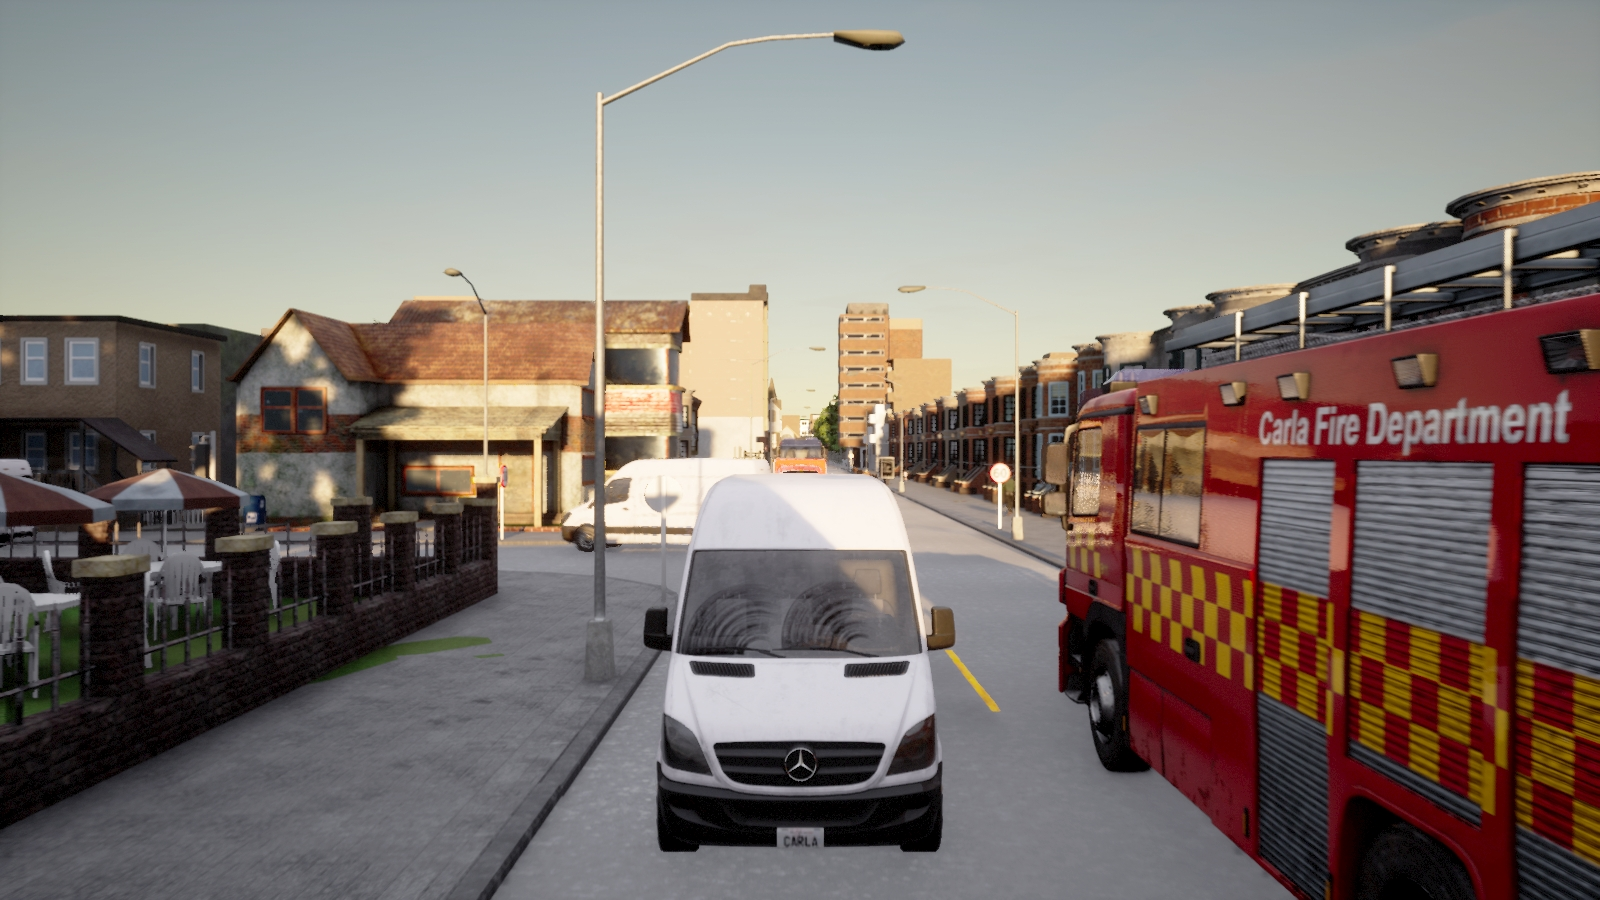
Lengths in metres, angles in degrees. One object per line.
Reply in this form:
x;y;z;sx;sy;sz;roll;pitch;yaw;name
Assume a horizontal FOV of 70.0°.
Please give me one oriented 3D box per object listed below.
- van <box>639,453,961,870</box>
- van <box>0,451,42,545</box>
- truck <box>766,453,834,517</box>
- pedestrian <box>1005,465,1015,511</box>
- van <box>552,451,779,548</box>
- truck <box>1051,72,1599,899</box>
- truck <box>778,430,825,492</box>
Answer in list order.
0.003;1.314;10.014;1.988;2.561;5.915;0;0;0;van
-24.740;1.314;31.848;5.915;2.561;1.988;0;0;0;van
0.013;1.350;46.474;2.627;2.467;5.204;0;0;0;truck
8.570;1.526;46.609;0.375;1.860;0.375;0;0;18;pedestrian
-3.708;1.314;31.661;5.915;2.561;1.988;0;-1;14;van
4.048;0.670;7.459;2.891;3.827;8.468;0;0;0;truck
0.043;0.669;74.757;2.891;3.827;8.468;0;0;0;truck
